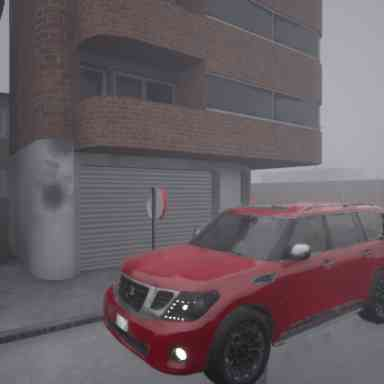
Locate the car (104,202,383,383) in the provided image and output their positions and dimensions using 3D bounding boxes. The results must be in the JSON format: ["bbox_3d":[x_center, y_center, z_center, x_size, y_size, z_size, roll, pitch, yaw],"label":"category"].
[{"bbox_3d":[1.408,1.221,5.613,5.566,2.045,2.150,0,0,-36],"label":"car"}]
